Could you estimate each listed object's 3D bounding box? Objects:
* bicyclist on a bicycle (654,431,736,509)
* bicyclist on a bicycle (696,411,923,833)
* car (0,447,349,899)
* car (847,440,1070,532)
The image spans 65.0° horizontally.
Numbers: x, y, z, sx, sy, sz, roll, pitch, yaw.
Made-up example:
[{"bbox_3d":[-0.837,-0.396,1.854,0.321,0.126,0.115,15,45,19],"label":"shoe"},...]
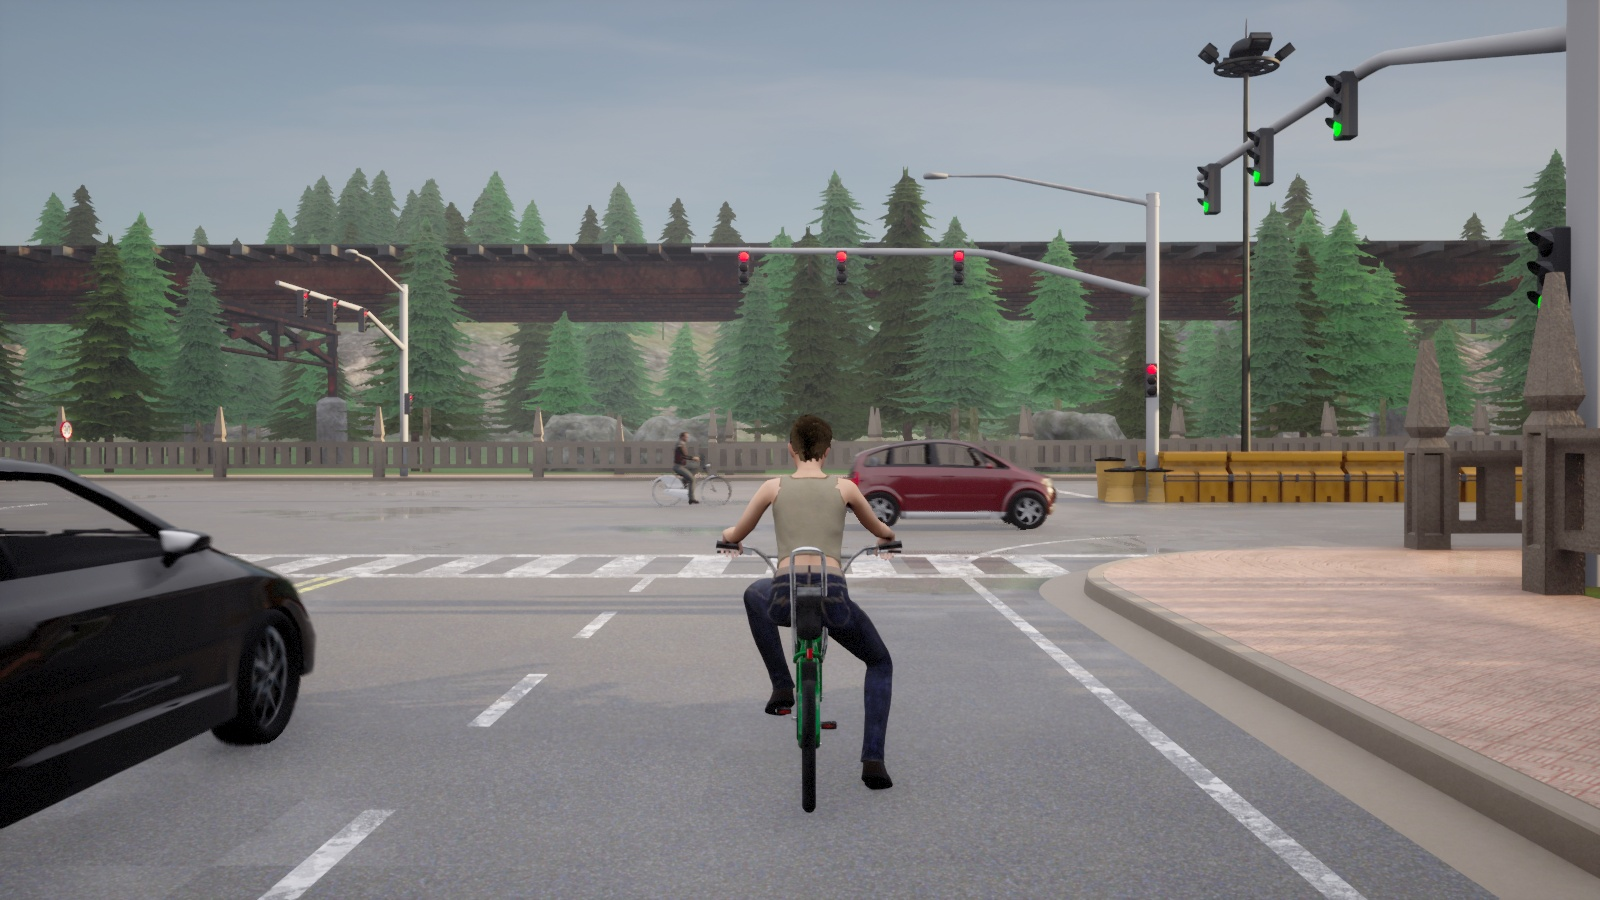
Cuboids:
[{"bbox_3d":[-2.423,0.451,29.135,1.843,1.776,0.659,0,0,1],"label":"bicyclist on a bicycle"},{"bbox_3d":[0.040,0.652,5.554,0.866,1.612,1.509,0,0,0],"label":"bicyclist on a bicycle"},{"bbox_3d":[-3.458,0.729,4.972,1.816,1.474,4.193,0,0,0],"label":"car"},{"bbox_3d":[2.702,0.603,22.084,3.705,1.549,1.789,0,0,1],"label":"car"}]
